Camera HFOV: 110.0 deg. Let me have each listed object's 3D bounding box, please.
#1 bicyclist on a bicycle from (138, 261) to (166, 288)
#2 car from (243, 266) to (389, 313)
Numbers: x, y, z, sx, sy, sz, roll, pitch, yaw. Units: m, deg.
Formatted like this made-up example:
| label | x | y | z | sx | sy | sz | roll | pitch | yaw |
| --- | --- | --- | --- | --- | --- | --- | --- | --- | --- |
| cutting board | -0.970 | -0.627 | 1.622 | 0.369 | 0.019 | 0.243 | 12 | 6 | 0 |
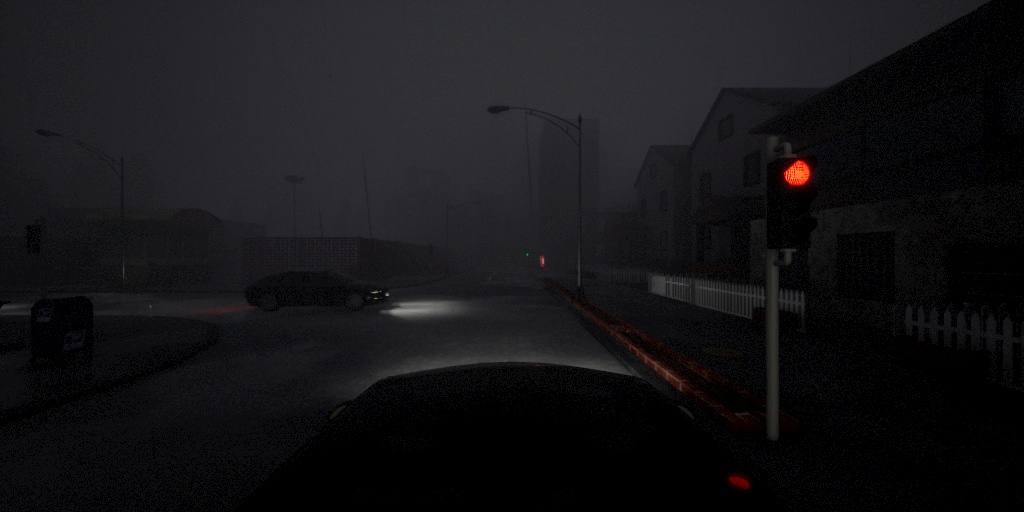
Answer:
| label | x | y | z | sx | sy | sz | roll | pitch | yaw |
| --- | --- | --- | --- | --- | --- | --- | --- | --- | --- |
| bicyclist on a bicycle | -21.736 | 1.099 | 21.663 | 0.582 | 1.620 | 1.656 | 0 | 0 | 0 |
| car | -7.254 | 1.255 | 13.579 | 4.892 | 1.490 | 1.837 | 0 | 0 | -7 |
